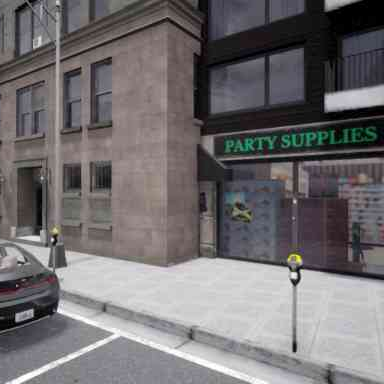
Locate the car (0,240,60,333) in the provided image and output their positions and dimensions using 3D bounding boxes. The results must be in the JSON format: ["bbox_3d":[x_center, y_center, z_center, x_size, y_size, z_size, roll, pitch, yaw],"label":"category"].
[{"bbox_3d":[-4.190,1.550,6.077,4.403,1.369,2.008,0,0,36],"label":"car"}]
